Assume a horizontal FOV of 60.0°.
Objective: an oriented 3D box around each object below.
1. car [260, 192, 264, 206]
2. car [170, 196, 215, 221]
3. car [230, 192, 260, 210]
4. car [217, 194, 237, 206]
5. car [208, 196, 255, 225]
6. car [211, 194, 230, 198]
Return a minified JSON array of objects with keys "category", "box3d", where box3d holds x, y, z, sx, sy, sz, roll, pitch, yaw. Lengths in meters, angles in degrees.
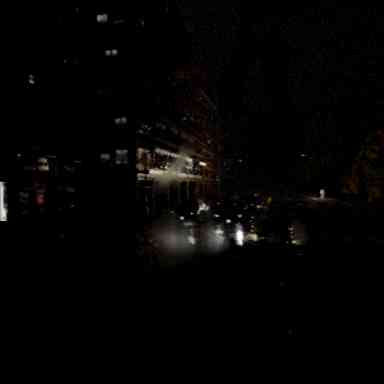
[{"category":"car","box3d":[7.408,0.993,40.671,1.994,1.385,4.181,-1,1,14]},{"category":"car","box3d":[-0.021,1.267,24.253,2.033,1.411,5.357,-1,1,14]},{"category":"car","box3d":[5.021,1.047,31.078,1.882,1.535,5.008,-1,1,14]},{"category":"car","box3d":[4.567,1.012,42.694,1.994,1.385,4.181,-1,1,14]},{"category":"car","box3d":[2.734,1.254,21.846,2.033,1.411,5.357,-1,1,14]},{"category":"car","box3d":[2.339,1.056,33.763,1.882,1.535,5.008,-1,1,14]}]
